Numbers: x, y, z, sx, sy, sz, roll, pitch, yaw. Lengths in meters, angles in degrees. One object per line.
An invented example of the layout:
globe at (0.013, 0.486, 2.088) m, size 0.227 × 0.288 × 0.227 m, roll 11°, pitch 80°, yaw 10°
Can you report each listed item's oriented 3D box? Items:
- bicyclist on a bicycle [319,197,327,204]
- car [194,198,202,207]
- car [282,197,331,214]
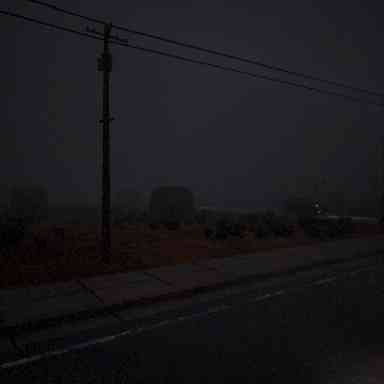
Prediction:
bicyclist on a bicycle at (15.083, 1.423, 38.128) m, size 1.656 × 1.620 × 0.582 m, roll 0°, pitch 0°, yaw -33°
car at (-0.465, 1.470, 49.318) m, size 1.837 × 1.490 × 4.892 m, roll 0°, pitch 0°, yaw -32°
car at (10.819, 1.317, 31.617) m, size 2.097 × 1.767 × 4.553 m, roll 0°, pitch 0°, yaw -33°
